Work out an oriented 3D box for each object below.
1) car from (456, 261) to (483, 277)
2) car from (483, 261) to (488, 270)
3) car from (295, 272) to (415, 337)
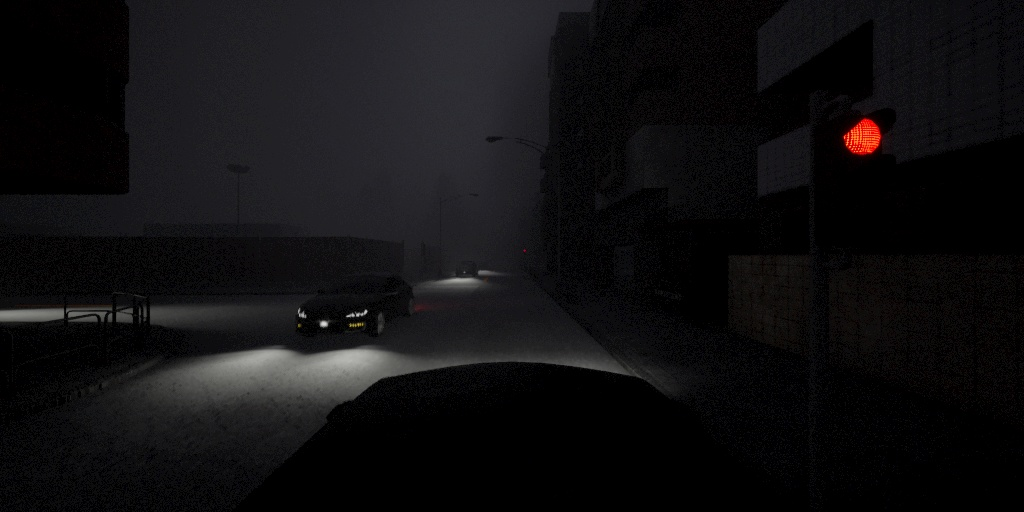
[{"bbox_3d":[-4.419,1.241,35.679,2.128,1.511,4.902,0,0,0],"label":"car"},{"bbox_3d":[-4.492,1.351,52.413,1.895,1.301,4.718,0,0,0],"label":"car"},{"bbox_3d":[-4.180,1.255,10.351,1.837,1.490,4.892,0,0,-1],"label":"car"}]
